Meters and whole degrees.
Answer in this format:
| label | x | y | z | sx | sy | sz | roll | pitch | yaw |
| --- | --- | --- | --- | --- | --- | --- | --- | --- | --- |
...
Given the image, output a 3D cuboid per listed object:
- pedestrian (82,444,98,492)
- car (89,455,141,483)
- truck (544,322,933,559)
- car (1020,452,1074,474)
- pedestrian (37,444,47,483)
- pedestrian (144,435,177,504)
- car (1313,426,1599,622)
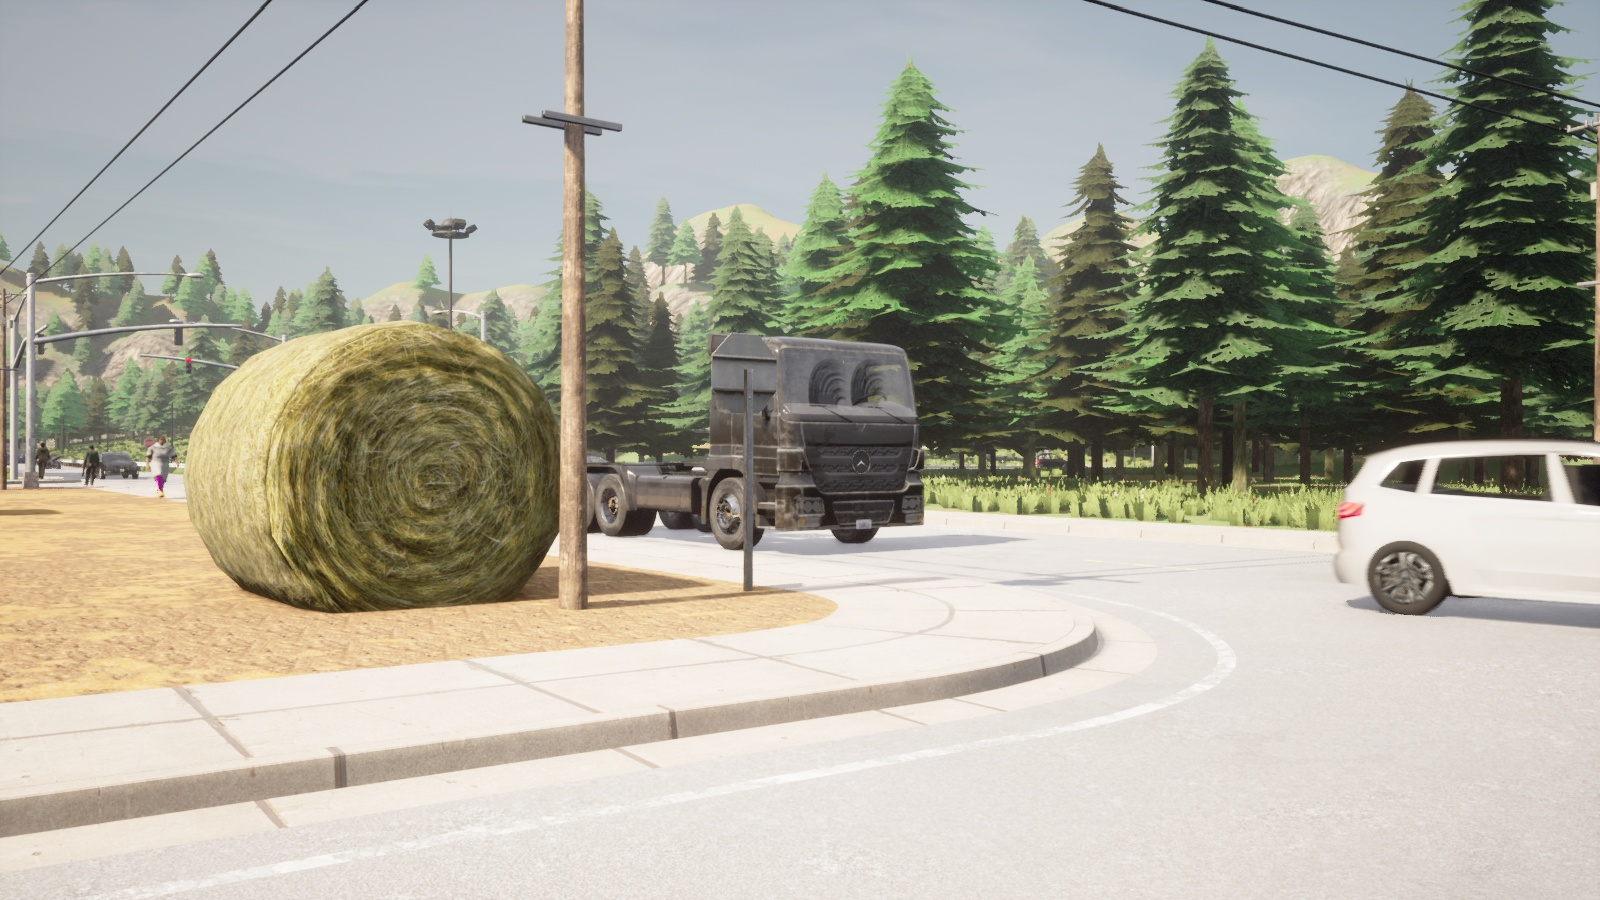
| label | x | y | z | sx | sy | sz | roll | pitch | yaw |
| --- | --- | --- | --- | --- | --- | --- | --- | --- | --- |
| pedestrian | -29.511 | 0.745 | 52.178 | 0.423 | 1.949 | 0.788 | 0 | 0 | -42 |
| car | -38.275 | 1.037 | 70.097 | 1.837 | 1.490 | 4.892 | 0 | 0 | -38 |
| truck | -1.448 | -0.147 | 22.328 | 2.891 | 3.462 | 7.936 | 0 | 0 | -38 |
| car | 17.822 | 0.916 | 90.697 | 3.705 | 1.549 | 1.789 | 0 | 0 | -36 |
| pedestrian | -37.410 | 0.666 | 61.944 | 0.396 | 1.930 | 0.692 | 0 | 0 | -33 |
| pedestrian | -18.324 | 0.555 | 35.991 | 0.659 | 1.952 | 0.873 | 0 | 0 | -41 |
| car | 7.483 | 0.624 | 11.550 | 4.611 | 1.667 | 2.242 | 0 | 0 | 42 |
